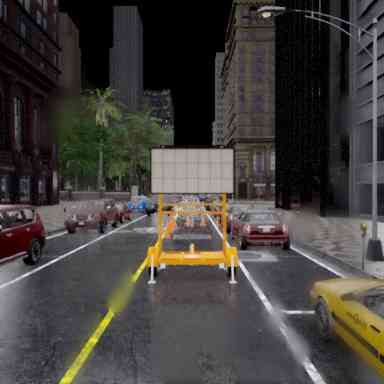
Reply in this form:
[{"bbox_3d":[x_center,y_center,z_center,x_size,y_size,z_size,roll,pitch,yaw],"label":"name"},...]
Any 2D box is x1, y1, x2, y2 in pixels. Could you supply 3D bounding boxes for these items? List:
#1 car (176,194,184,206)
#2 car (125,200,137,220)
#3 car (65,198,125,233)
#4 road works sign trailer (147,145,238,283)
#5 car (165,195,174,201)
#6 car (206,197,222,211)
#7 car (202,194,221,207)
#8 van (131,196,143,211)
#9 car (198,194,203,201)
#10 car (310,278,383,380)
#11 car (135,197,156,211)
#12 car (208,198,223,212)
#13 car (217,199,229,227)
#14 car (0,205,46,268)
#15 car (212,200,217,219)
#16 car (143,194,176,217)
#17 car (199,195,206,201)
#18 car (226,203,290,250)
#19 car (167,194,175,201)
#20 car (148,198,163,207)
[{"bbox_3d":[-2.929,1.513,56.600,2.128,1.511,4.902,0,0,0],"label":"car"},{"bbox_3d":[-5.734,1.549,25.191,1.887,1.381,4.507,0,0,0],"label":"car"},{"bbox_3d":[-5.742,1.317,19.766,2.192,1.841,5.009,0,0,0],"label":"car"},{"bbox_3d":[0.013,0.464,9.596,2.380,3.560,2.880,0,0,0],"label":"road works sign trailer"},{"bbox_3d":[-5.660,1.559,84.182,2.008,1.369,4.403,0,0,0],"label":"car"},{"bbox_3d":[2.805,1.534,36.188,1.752,1.417,4.829,0,0,0],"label":"car"},{"bbox_3d":[2.811,1.325,41.443,2.192,1.841,5.009,0,0,0],"label":"car"},{"bbox_3d":[-5.721,1.350,36.044,1.690,1.788,3.998,0,0,0],"label":"van"},{"bbox_3d":[2.858,1.575,78.731,1.947,1.339,4.313,0,0,0],"label":"car"},{"bbox_3d":[2.765,1.525,3.638,1.752,1.417,4.829,0,0,0],"label":"car"},{"bbox_3d":[-5.714,1.450,41.470,1.967,1.590,4.097,0,0,0],"label":"car"},{"bbox_3d":[2.798,1.557,30.593,2.008,1.369,4.403,0,0,0],"label":"car"},{"bbox_3d":[2.784,1.442,19.743,1.967,1.590,4.097,0,0,0],"label":"car"},{"bbox_3d":[-5.755,1.315,8.914,2.192,1.841,5.009,0,0,0],"label":"car"},{"bbox_3d":[2.790,1.549,25.168,1.887,1.381,4.507,0,0,0],"label":"car"},{"bbox_3d":[-3.058,1.228,32.106,2.150,2.045,5.566,0,0,0],"label":"car"},{"bbox_3d":[2.872,1.531,89.742,1.752,1.417,4.829,0,0,0],"label":"car"},{"bbox_3d":[2.777,1.441,14.318,1.967,1.590,4.097,0,0,0],"label":"car"},{"bbox_3d":[-5.654,1.446,89.602,1.967,1.590,4.097,0,0,0],"label":"car"},{"bbox_3d":[-5.700,1.594,52.322,1.802,1.307,4.206,0,0,0],"label":"car"}]
